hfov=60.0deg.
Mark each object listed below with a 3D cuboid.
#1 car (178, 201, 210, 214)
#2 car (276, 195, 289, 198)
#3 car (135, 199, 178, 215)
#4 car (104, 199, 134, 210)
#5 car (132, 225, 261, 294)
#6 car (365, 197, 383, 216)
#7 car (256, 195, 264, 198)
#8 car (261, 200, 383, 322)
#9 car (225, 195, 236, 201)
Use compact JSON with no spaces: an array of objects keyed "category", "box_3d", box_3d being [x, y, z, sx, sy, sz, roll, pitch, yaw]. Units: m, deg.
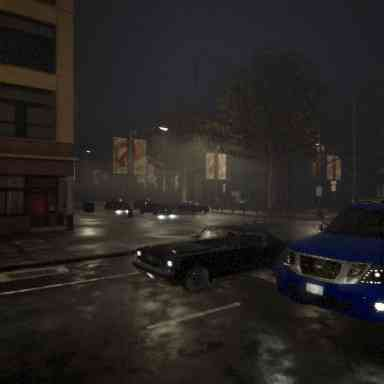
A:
[{"category":"car","box_3d":[-0.182,1.601,35.001,1.895,1.301,4.718,0,0,-36]},{"category":"car","box_3d":[18.430,1.320,69.180,2.002,1.452,4.674,0,0,-36]},{"category":"car","box_3d":[-3.676,1.564,33.872,1.994,1.385,4.181,0,0,-36]},{"category":"car","box_3d":[-9.500,1.564,42.028,1.994,1.385,4.181,0,0,-35]},{"category":"car","box_3d":[0.858,1.601,8.895,4.718,1.301,1.895,0,0,-35]},{"category":"car","box_3d":[18.861,1.352,31.291,4.553,1.767,2.097,0,0,26]},{"category":"car","box_3d":[17.621,1.463,83.113,1.895,1.301,4.718,0,0,-36]},{"category":"car","box_3d":[4.241,1.221,7.007,5.566,2.045,2.150,0,0,-35]},{"category":"car","box_3d":[7.962,1.413,76.676,2.161,1.482,4.786,0,0,-36]}]
